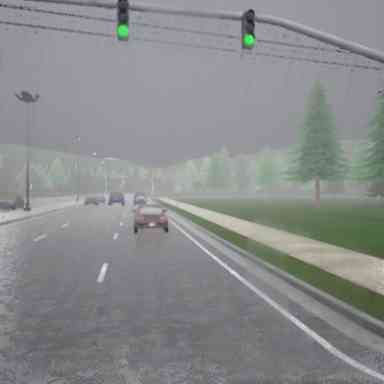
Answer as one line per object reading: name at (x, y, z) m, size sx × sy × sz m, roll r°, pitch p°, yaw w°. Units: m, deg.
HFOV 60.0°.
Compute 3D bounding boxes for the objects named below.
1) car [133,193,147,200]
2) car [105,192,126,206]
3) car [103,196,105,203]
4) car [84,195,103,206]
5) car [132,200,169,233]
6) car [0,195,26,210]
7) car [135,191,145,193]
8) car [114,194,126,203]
car at (-7.602, 1.251, 49.704) m, size 1.812 × 1.442 × 4.674 m, roll 0°, pitch 0°, yaw -10°
car at (-10.997, 0.952, 48.788) m, size 2.150 × 2.045 × 5.566 m, roll 0°, pitch 0°, yaw -10°
car at (-16.183, 1.242, 58.388) m, size 1.994 × 1.385 × 4.181 m, roll 0°, pitch 0°, yaw -10°
car at (-14.492, 1.238, 48.466) m, size 1.837 × 1.490 × 4.892 m, roll 0°, pitch 0°, yaw -10°
car at (-2.357, 1.422, 18.768) m, size 1.812 × 1.442 × 4.674 m, roll 0°, pitch 0°, yaw -10°
car at (-20.894, 1.142, 38.365) m, size 2.097 × 1.767 × 4.553 m, roll 0°, pitch 0°, yaw -10°
car at (-9.291, 0.893, 59.613) m, size 2.150 × 2.045 × 5.566 m, roll 0°, pitch 0°, yaw -10°
car at (-12.738, 1.152, 59.005) m, size 1.882 × 1.535 × 5.008 m, roll 0°, pitch 0°, yaw -10°
